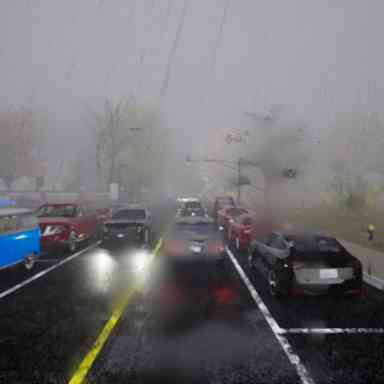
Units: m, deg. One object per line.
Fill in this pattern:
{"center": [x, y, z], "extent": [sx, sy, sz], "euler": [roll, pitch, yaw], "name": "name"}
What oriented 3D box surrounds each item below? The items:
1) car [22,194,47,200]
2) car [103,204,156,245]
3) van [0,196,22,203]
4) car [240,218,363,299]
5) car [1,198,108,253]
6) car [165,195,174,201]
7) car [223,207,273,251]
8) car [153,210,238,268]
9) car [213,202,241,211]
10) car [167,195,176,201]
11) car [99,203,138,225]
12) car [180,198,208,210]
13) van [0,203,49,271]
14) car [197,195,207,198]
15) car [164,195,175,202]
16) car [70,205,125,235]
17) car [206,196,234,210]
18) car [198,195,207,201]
{"center": [-25.673, 1.275, 53.153], "extent": [5.009, 1.841, 2.192], "euler": [0, 1, -1], "name": "car"}
{"center": [-2.848, 1.465, 15.803], "extent": [1.882, 1.535, 5.008], "euler": [0, 0, 0], "name": "car"}
{"center": [-25.823, 1.411, 44.980], "extent": [3.998, 1.788, 1.690], "euler": [0, 1, -1], "name": "van"}
{"center": [2.556, 1.559, 8.295], "extent": [1.947, 1.339, 4.313], "euler": [-1, 0, 0], "name": "car"}
{"center": [-5.327, 1.304, 13.801], "extent": [2.192, 1.841, 5.009], "euler": [-1, 0, 0], "name": "car"}
{"center": [-5.323, 1.517, 79.870], "extent": [1.947, 1.339, 4.313], "euler": [-1, 0, 0], "name": "car"}
{"center": [2.556, 1.533, 13.836], "extent": [1.887, 1.381, 4.507], "euler": [-1, 0, 0], "name": "car"}
{"center": [0.096, 1.537, 11.128], "extent": [2.033, 1.411, 5.357], "euler": [0, 0, 0], "name": "car"}
{"center": [2.571, 1.529, 20.595], "extent": [1.887, 1.381, 4.507], "euler": [-1, 0, 0], "name": "car"}
{"center": [-5.323, 1.514, 85.559], "extent": [1.947, 1.339, 4.313], "euler": [-1, 0, 0], "name": "car"}
{"center": [-5.396, 1.548, 24.892], "extent": [1.947, 1.339, 4.313], "euler": [-1, 0, 0], "name": "car"}
{"center": [0.095, 1.484, 28.223], "extent": [1.837, 1.490, 4.892], "euler": [0, 0, 0], "name": "car"}
{"center": [-5.327, 1.334, 8.253], "extent": [1.690, 1.788, 3.998], "euler": [-1, 0, 0], "name": "van"}
{"center": [2.611, 1.396, 71.167], "extent": [1.967, 1.590, 4.097], "euler": [-1, 0, 0], "name": "car"}
{"center": [-5.325, 1.520, 74.184], "extent": [1.947, 1.339, 4.313], "euler": [-1, 0, 0], "name": "car"}
{"center": [-5.324, 1.530, 19.349], "extent": [1.887, 1.381, 4.507], "euler": [-1, 0, 0], "name": "car"}
{"center": [2.683, 1.295, 29.232], "extent": [2.192, 1.841, 5.009], "euler": [-1, 0, 0], "name": "car"}
{"center": [2.557, 1.496, 79.867], "extent": [1.887, 1.381, 4.507], "euler": [-1, 0, 0], "name": "car"}
